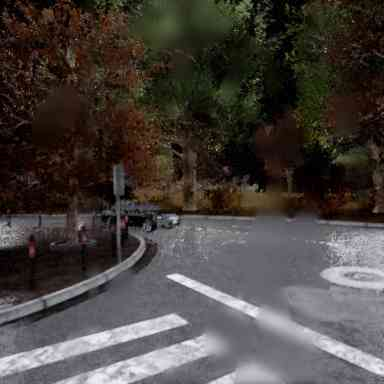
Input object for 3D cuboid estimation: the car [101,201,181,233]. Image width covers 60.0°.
[{"bbox_3d":[-2.781,1.220,17.760,4.902,1.511,2.128,0,1,37],"label":"car"}]
